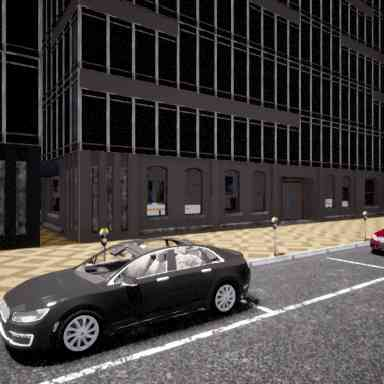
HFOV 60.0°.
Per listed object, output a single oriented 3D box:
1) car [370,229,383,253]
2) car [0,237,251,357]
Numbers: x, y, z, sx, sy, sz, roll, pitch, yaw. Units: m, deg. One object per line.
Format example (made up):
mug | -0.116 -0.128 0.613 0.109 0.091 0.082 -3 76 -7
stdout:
car | 8.403 1.582 12.517 4.206 1.307 1.802 0 0 -35
car | -0.879 1.551 5.926 4.403 1.369 2.008 0 0 -35
